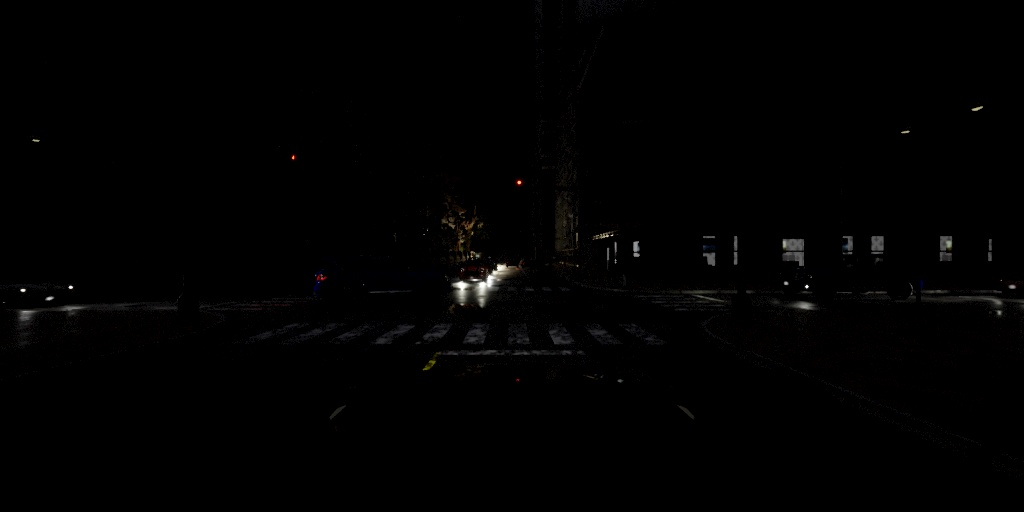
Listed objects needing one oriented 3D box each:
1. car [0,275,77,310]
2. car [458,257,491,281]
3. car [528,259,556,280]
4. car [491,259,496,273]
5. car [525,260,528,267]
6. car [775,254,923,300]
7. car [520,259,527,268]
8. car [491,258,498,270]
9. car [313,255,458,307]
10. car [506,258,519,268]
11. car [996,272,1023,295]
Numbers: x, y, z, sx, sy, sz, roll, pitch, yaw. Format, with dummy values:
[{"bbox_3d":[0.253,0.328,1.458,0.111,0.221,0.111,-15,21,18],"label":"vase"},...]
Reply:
[{"bbox_3d":[-20.732,1.401,14.411,4.718,1.301,1.895,0,0,1],"label":"car"},{"bbox_3d":[-3.121,1.104,30.007,2.097,1.767,4.553,0,0,0],"label":"car"},{"bbox_3d":[2.669,1.192,30.835,1.967,1.591,4.097,0,0,0],"label":"car"},{"bbox_3d":[-3.127,1.353,39.794,1.895,1.301,4.718,0,0,0],"label":"car"},{"bbox_3d":[2.664,1.318,36.516,1.948,1.339,4.313,0,0,0],"label":"car"},{"bbox_3d":[15.700,0.925,16.873,5.566,2.045,2.150,0,0,1],"label":"car"},{"bbox_3d":[2.647,1.315,59.241,1.948,1.339,4.313,0,0,0],"label":"car"},{"bbox_3d":[-3.124,1.105,49.770,2.097,1.767,4.553,0,0,0],"label":"car"},{"bbox_3d":[-5.502,0.985,15.670,5.566,2.045,2.150,0,0,-25],"label":"car"},{"bbox_3d":[0.059,1.099,61.940,2.097,1.767,4.553,0,0,0],"label":"car"},{"bbox_3d":[25.776,1.164,16.667,4.902,1.511,2.128,0,0,1],"label":"car"}]
